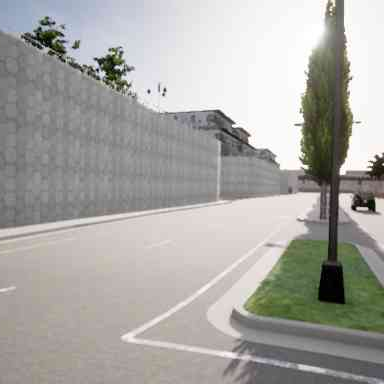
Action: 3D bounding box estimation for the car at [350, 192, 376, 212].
[{"bbox_3d":[19.208,1.062,37.450,2.150,2.045,5.566,2,1,22],"label":"car"}]
